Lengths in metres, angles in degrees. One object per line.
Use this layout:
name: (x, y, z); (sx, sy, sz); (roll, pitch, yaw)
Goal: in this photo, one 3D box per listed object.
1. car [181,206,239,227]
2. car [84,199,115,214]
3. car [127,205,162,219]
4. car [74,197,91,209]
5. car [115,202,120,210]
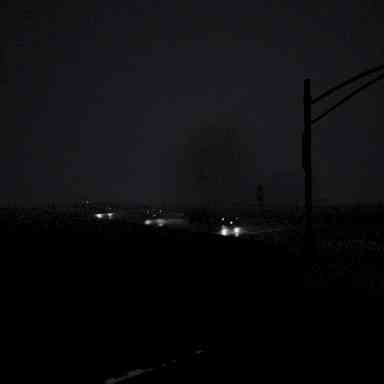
car: (1.233, 1.838, 25.801); (2.033, 1.411, 5.357); (-1, 0, -36)
car: (-12.555, 2.120, 45.031); (1.837, 1.490, 4.892); (-1, 0, -36)
car: (-4.969, 2.037, 34.448); (1.895, 1.301, 4.718); (-1, 0, -35)
car: (-20.416, 2.027, 62.271); (2.150, 2.045, 5.566); (-1, 0, -36)
car: (-12.941, 2.119, 51.872); (2.128, 1.511, 4.902); (-1, 0, -36)
